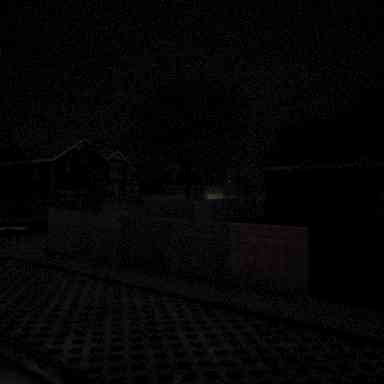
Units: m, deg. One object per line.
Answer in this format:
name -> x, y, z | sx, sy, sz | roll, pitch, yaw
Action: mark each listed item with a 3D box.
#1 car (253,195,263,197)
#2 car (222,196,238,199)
car -> 9.211, 1.165, 44.305 | 1.882, 1.535, 5.008 | 0, 0, 35
car -> 4.857, 1.236, 43.026 | 1.812, 1.442, 4.674 | 0, 1, 35
